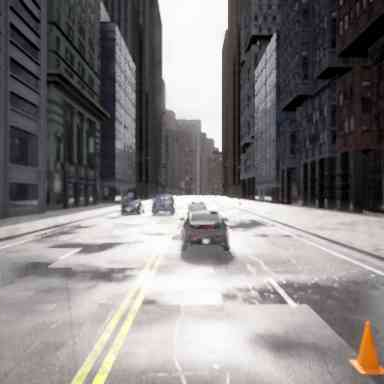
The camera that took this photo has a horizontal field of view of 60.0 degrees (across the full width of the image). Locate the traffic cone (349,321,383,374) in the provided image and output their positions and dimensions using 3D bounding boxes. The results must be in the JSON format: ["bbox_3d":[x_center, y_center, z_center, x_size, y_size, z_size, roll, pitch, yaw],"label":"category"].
[{"bbox_3d":[2.263,1.963,4.277,0.340,0.580,0.340,0,0,0],"label":"traffic cone"}]

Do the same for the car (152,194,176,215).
[{"bbox_3d":[-2.897,1.278,34.968,2.150,2.045,5.566,0,0,0],"label":"car"}]

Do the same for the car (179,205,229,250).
[{"bbox_3d":[0.513,1.528,14.389,1.837,1.490,4.892,0,0,0],"label":"car"}]

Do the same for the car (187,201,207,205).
[{"bbox_3d":[0.545,1.582,32.815,1.812,1.442,4.674,0,0,0],"label":"car"}]

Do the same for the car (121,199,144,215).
[{"bbox_3d":[-6.144,1.545,34.728,2.128,1.511,4.902,0,0,0],"label":"car"}]
